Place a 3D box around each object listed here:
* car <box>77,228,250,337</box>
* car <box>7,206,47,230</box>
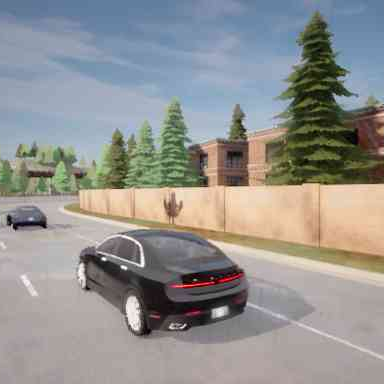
[{"bbox_3d":[-0.933,1.516,6.861,1.837,1.490,4.892,0,0,-34],"label":"car"},{"bbox_3d":[-10.854,1.603,21.769,1.994,1.385,4.181,0,0,-34],"label":"car"}]
